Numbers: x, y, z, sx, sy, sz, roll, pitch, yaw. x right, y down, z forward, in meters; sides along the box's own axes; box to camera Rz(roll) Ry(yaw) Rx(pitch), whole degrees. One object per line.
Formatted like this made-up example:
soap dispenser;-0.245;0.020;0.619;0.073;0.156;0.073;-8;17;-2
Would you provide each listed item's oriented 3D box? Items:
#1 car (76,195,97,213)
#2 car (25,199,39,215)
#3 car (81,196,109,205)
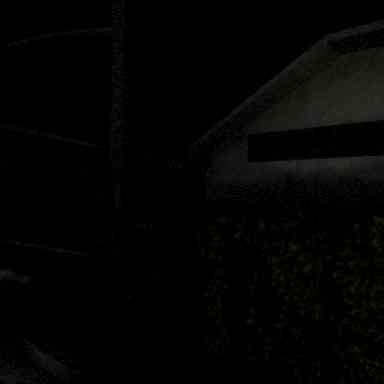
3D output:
car;-10.444;1.313;35.134;3.866;1.878;1.905;0;0;35
car;-17.248;1.480;32.997;4.611;1.667;2.242;0;0;35
car;-16.940;1.491;57.805;4.902;1.511;2.128;0;0;36
